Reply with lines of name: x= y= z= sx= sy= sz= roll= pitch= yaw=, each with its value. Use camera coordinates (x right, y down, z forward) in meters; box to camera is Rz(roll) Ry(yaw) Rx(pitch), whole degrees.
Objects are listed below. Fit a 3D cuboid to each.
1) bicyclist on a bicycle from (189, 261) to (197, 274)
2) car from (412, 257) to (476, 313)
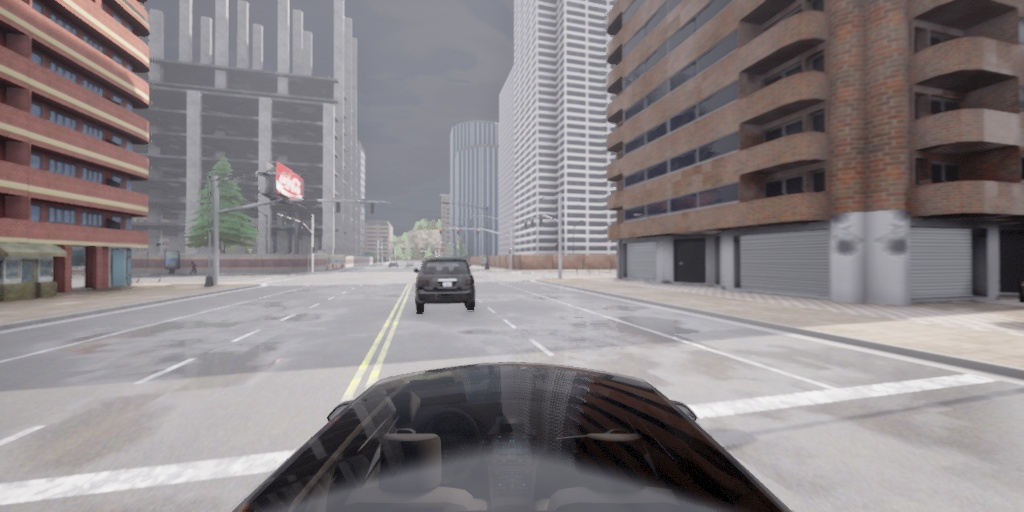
bicyclist on a bicycle: x=-38.737 y=1.392 z=43.531 sx=0.582 sy=1.620 sz=1.656 roll=0 pitch=0 yaw=-14
car: x=-2.838 y=1.073 z=14.835 sx=2.150 sy=2.045 sz=5.566 roll=0 pitch=0 yaw=-14
